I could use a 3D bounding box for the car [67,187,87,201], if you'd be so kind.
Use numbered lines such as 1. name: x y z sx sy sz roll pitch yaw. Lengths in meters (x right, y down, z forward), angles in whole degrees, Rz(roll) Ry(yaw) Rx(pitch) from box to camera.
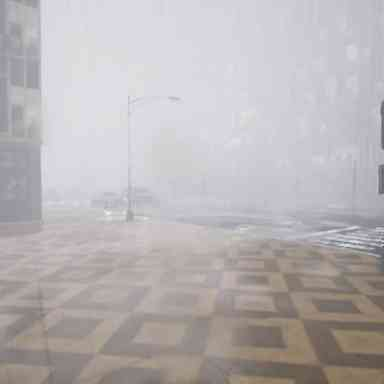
1. car: -17.004 0.257 48.557 2.150 2.045 5.566 -1 2 -38

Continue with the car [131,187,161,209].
1. car: -5.299 0.502 33.469 2.150 2.045 5.566 -1 2 -38

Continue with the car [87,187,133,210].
1. car: -7.861 0.675 31.478 2.097 1.767 4.553 -1 2 -38

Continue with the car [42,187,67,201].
1. car: -19.599 0.362 46.602 2.097 1.767 4.553 -1 2 -38
